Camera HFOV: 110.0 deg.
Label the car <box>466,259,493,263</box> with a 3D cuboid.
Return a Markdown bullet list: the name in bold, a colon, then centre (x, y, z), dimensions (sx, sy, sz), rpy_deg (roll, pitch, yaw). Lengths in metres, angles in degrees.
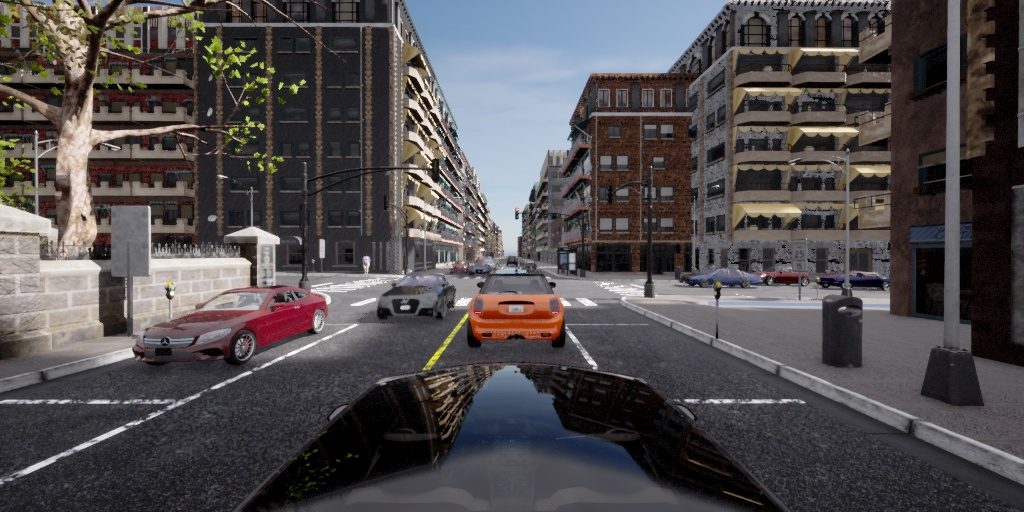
- **car**: centre (-3.140, 1.311, 36.014), dimensions (1.994, 1.385, 4.181), rpy_deg (0, 0, 0)

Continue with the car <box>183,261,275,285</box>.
- **car**: centre (-17.673, 1.034, 22.550), dimensions (4.181, 1.385, 1.994), rpy_deg (1, 0, -1)

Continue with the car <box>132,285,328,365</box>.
- **car**: centre (-5.696, 1.331, 7.953), dimensions (1.802, 1.307, 4.207), rpy_deg (0, 0, 0)

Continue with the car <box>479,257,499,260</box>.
- **car**: centre (-3.155, 1.273, 49.163), dimensions (1.812, 1.442, 4.674), rpy_deg (0, 0, 0)

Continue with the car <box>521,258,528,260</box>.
- **car**: centre (2.631, 1.298, 51.646), dimensions (2.007, 1.370, 4.403), rpy_deg (0, 0, 0)

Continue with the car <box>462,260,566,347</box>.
- **car**: centre (0.118, 1.101, 9.463), dimensions (2.097, 1.767, 4.553), rpy_deg (0, 0, 1)

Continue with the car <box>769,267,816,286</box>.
- **car**: centre (21.348, 1.571, 28.834), dimensions (4.097, 1.591, 1.967), rpy_deg (0, 0, -1)

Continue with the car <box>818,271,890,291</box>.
- **car**: centre (25.253, 1.815, 26.321), dimensions (4.718, 1.301, 1.895), rpy_deg (1, 0, -1)

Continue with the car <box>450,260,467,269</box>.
- **car**: centre (-5.735, 1.187, 40.364), dimensions (1.967, 1.591, 4.097), rpy_deg (0, 0, 0)

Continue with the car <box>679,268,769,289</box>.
- **car**: centre (15.220, 1.584, 26.190), dimensions (5.357, 1.411, 2.033), rpy_deg (1, 0, -1)

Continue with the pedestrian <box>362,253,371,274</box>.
- **pedestrian**: centre (-12.748, 0.651, 31.348), dimensions (0.375, 1.860, 0.375), rpy_deg (0, -1, -1)

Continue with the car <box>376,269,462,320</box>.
- **car**: centre (-3.112, 1.313, 12.450), dimensions (1.994, 1.385, 4.181), rpy_deg (0, 0, 0)
